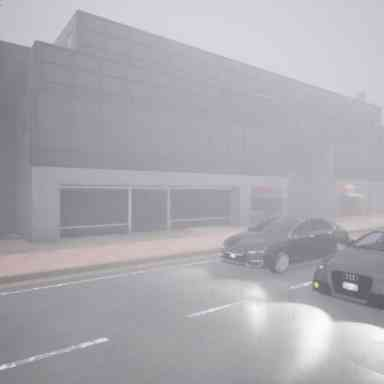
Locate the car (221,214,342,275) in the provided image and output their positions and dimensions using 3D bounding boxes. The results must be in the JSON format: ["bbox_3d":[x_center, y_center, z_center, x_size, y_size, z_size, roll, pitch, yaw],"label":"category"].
[{"bbox_3d":[3.085,1.504,10.604,4.892,1.490,1.837,0,0,-36],"label":"car"}]

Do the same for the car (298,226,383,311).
[{"bbox_3d":[4.530,1.564,7.331,4.181,1.385,1.994,0,0,-36],"label":"car"}]
